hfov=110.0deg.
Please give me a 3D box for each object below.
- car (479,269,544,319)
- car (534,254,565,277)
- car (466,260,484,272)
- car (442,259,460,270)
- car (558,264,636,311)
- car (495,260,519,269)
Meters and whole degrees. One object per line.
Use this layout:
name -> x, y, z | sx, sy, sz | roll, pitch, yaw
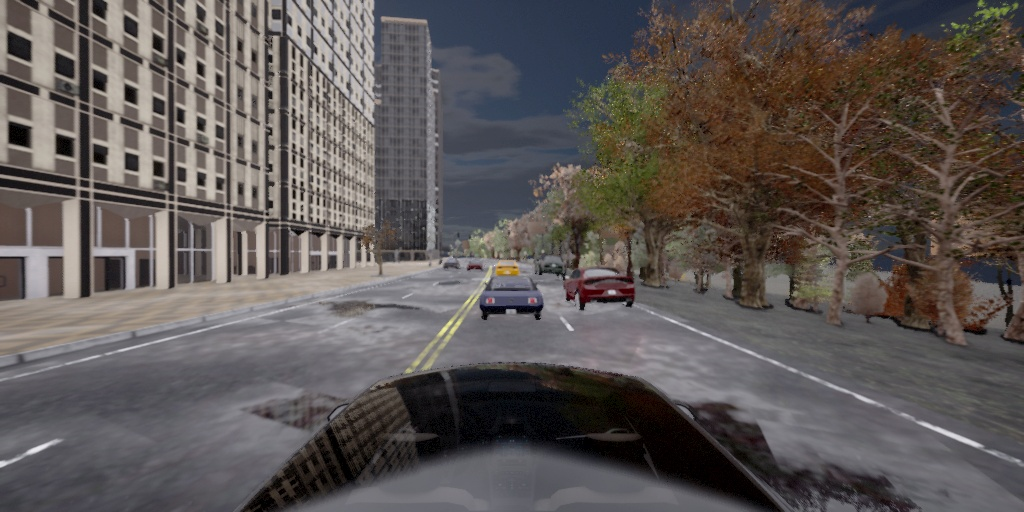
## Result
car -> -0.027, 1.297, 12.484 | 1.895, 1.301, 4.718 | 0, 0, 0
car -> 2.995, 0.724, 28.324 | 2.097, 1.767, 4.553 | 5, -1, -2
car -> -4.290, 1.153, 41.955 | 1.895, 1.301, 4.718 | 0, 0, -3
car -> -7.744, 1.080, 46.404 | 2.033, 1.411, 5.357 | 0, 0, -3
car -> 3.229, 1.132, 14.118 | 1.882, 1.535, 5.008 | -2, -2, 0
car -> -0.425, 1.084, 30.466 | 1.882, 1.535, 5.008 | 0, 0, -2
